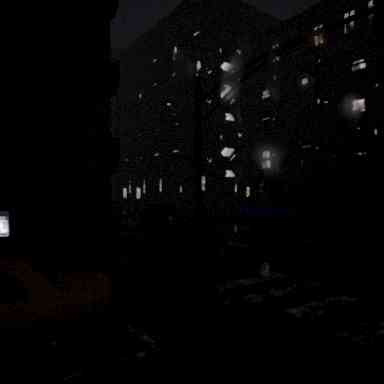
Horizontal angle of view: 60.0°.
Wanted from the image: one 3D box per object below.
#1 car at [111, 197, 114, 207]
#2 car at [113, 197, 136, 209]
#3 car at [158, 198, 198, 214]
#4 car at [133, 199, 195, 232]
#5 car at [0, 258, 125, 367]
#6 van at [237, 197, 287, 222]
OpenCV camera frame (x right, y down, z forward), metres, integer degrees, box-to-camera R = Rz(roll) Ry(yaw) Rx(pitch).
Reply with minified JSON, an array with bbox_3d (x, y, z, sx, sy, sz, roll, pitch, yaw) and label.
[{"bbox_3d":[-11.453,1.449,48.016,1.887,1.381,4.507,-1,0,-36],"label":"car"},{"bbox_3d":[-8.126,1.449,43.435,1.887,1.381,4.507,-1,0,-36],"label":"car"},{"bbox_3d":[-1.573,1.436,34.411,1.752,1.417,4.829,-1,0,-36],"label":"car"},{"bbox_3d":[-1.610,1.433,20.202,1.967,1.590,4.097,0,0,-36],"label":"car"},{"bbox_3d":[-3.313,1.526,4.203,4.829,1.417,1.752,0,0,-36],"label":"car"},{"bbox_3d":[5.181,1.267,25.111,1.690,1.788,3.998,0,0,-36],"label":"van"}]
